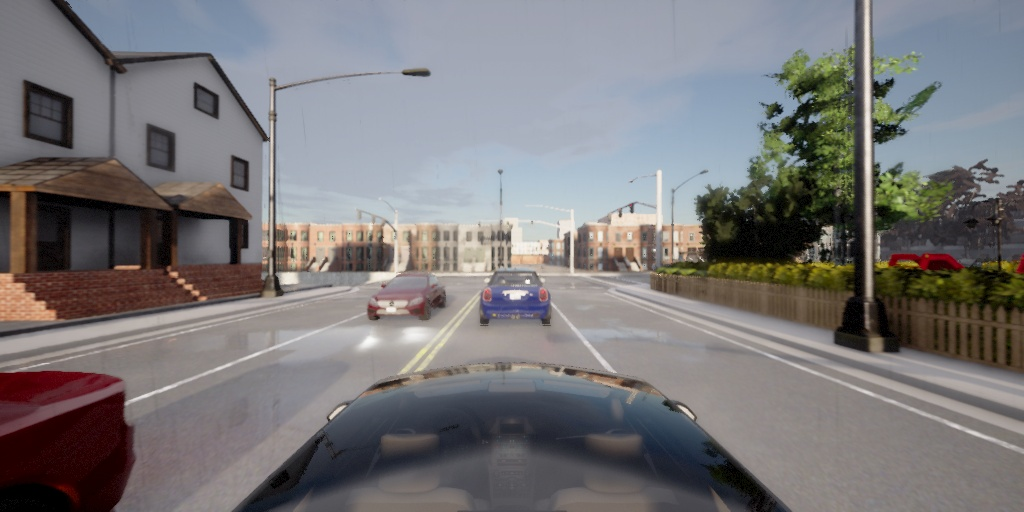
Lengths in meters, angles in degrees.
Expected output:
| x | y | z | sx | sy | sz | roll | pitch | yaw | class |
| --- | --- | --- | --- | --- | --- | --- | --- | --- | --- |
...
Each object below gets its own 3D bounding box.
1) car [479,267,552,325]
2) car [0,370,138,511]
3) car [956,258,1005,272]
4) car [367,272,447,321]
| x | y | z | sx | sy | sz | roll | pitch | yaw | class |
| --- | --- | --- | --- | --- | --- | --- | --- | --- | --- |
| 0.099 | 1.164 | 12.158 | 2.097 | 1.767 | 4.553 | 0 | 0 | 0 | car |
| -3.595 | 1.220 | 0.380 | 1.882 | 1.535 | 5.008 | 0 | 0 | 0 | car |
| 45.414 | 1.169 | 35.396 | 5.566 | 2.045 | 2.150 | 0 | 0 | 0 | car |
| -3.560 | 1.342 | 12.966 | 1.812 | 1.442 | 4.674 | 0 | 0 | 0 | car |
